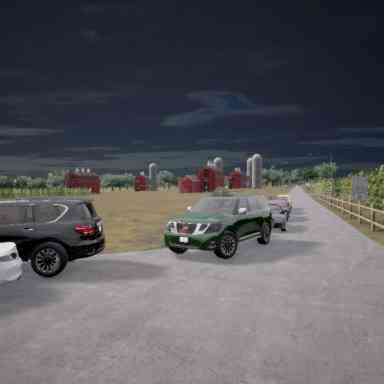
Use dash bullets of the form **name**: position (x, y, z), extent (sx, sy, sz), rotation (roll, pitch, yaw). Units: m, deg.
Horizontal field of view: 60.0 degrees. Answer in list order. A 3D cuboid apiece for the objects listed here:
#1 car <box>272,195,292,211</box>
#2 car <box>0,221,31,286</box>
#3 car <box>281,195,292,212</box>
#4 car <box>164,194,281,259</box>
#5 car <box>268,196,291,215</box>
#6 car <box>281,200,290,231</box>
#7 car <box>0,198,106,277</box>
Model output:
- **car**: position (9.950, 1.116, 36.509), extent (1.882, 1.535, 5.008), rotation (0, 0, 18)
- **car**: position (-5.990, 1.613, 6.579), extent (4.674, 1.442, 1.812), rotation (-2, 2, -34)
- **car**: position (6.230, 1.239, 24.755), extent (1.882, 1.535, 5.008), rotation (0, 0, 18)
- **car**: position (1.279, 1.110, 12.690), extent (2.150, 2.045, 5.566), rotation (0, 0, 34)
- **car**: position (8.144, 1.203, 30.803), extent (1.837, 1.490, 4.892), rotation (0, 0, 17)
- **car**: position (4.387, 1.383, 19.019), extent (1.994, 1.385, 4.181), rotation (0, 0, 17)
- **car**: position (-5.379, 1.229, 9.608), extent (5.566, 2.045, 2.150), rotation (-1, 1, -4)
